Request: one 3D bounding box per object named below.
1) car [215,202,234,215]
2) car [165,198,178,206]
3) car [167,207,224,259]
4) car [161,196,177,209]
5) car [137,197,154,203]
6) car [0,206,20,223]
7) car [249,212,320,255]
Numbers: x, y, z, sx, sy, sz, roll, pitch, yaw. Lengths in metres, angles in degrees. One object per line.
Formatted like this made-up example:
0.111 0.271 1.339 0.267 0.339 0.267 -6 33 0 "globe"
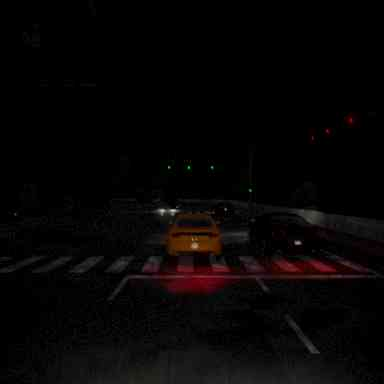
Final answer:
3.579 1.827 37.451 1.994 1.385 4.181 0 0 0 "car"
-3.987 1.999 64.638 2.033 1.411 5.357 0 0 -9 "car"
0.090 1.571 12.990 1.882 1.535 5.008 0 -1 0 "car"
-3.594 1.587 52.033 2.150 2.045 5.566 0 -1 1 "car"
-11.119 1.843 78.881 1.882 1.535 5.008 0 -1 -43 "car"
-16.563 1.814 27.522 4.181 1.385 1.994 0 0 2 "car"
3.590 1.575 13.746 1.882 1.535 5.008 0 0 0 "car"
